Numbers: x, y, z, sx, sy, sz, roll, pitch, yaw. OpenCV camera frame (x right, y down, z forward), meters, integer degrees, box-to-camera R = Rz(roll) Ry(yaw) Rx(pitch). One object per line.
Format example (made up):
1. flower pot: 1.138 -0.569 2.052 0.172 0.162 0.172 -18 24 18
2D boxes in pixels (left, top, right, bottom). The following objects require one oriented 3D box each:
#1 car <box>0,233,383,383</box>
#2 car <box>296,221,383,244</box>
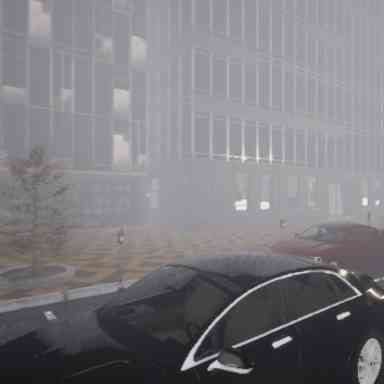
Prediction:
1. car: 0.319 1.505 3.606 4.892 1.490 1.837 0 0 -36
2. car: 4.084 1.545 9.472 4.507 1.381 1.887 0 0 -36
